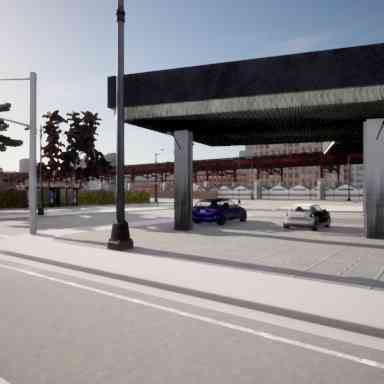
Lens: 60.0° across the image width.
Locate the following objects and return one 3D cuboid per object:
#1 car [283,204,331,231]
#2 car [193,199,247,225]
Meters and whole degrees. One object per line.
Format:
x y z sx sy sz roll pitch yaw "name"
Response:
7.074 1.456 20.232 1.970 1.475 3.806 0 0 37 "car"
1.993 1.295 23.020 2.242 1.667 4.611 0 0 37 "car"
